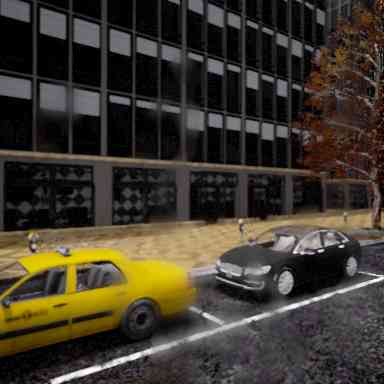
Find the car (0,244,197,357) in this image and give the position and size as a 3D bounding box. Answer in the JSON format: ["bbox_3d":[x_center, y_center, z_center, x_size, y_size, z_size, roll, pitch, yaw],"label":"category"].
[{"bbox_3d":[-2.192,1.525,4.993,4.829,1.417,1.752,0,0,-35],"label":"car"}]

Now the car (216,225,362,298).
[{"bbox_3d":[2.582,1.545,8.398,4.403,1.369,2.008,0,0,-35],"label":"car"}]
